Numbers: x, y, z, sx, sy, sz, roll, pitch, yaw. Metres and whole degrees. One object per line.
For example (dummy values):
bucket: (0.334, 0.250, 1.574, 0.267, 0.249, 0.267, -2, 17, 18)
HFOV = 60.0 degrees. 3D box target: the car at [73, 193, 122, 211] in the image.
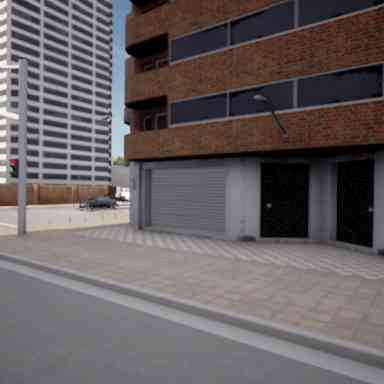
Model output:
car: (-9.754, 1.138, 33.723, 1.812, 1.442, 4.674, 1, 1, 36)
